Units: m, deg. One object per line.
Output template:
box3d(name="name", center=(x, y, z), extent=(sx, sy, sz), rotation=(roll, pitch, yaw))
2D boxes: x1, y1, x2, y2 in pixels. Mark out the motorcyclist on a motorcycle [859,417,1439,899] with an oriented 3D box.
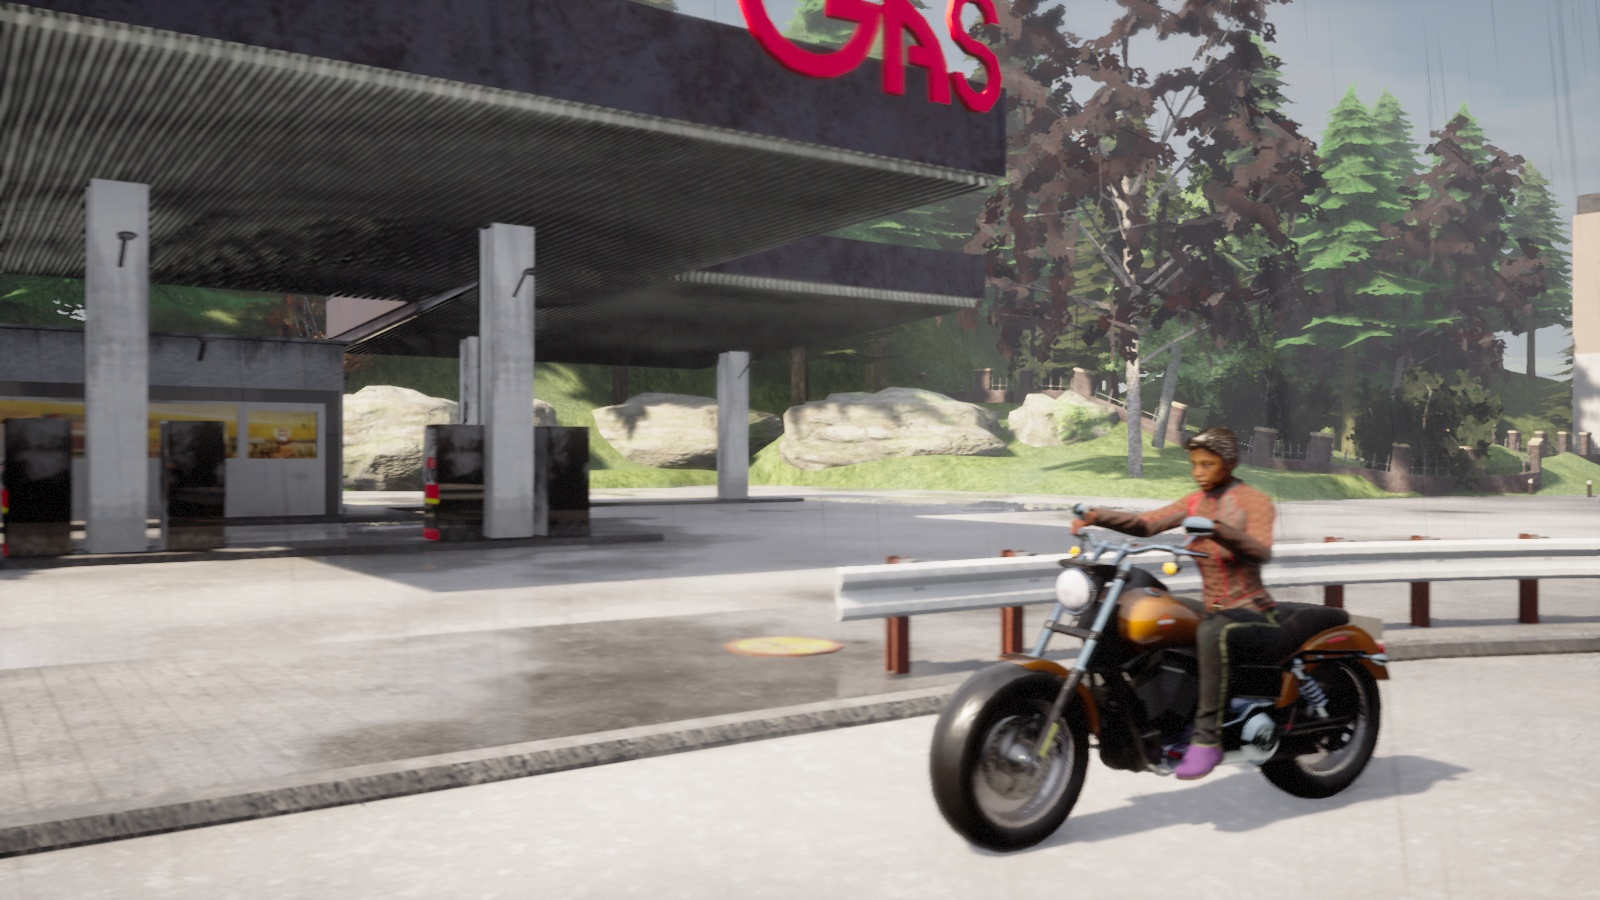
box3d(name="motorcyclist on a motorcycle", center=(1.455, 0.705, 5.087), extent=(2.350, 1.649, 0.766), rotation=(0, 1, -27))
